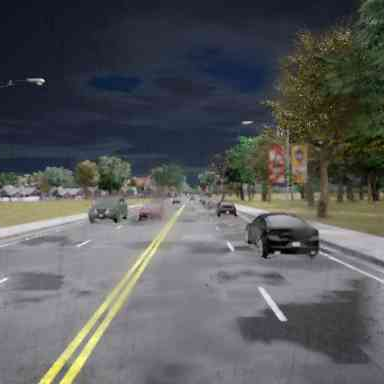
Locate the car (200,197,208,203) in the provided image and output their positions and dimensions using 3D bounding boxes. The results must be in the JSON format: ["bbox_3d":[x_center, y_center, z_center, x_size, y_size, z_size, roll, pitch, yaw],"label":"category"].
[{"bbox_3d":[3.267,2.230,93.413,1.994,1.385,4.181,0,0,0],"label":"car"}]

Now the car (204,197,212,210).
[{"bbox_3d":[3.259,1.847,49.408,2.033,1.411,5.357,0,0,0],"label":"car"}]

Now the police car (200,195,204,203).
[{"bbox_3d":[3.263,1.984,71.412,2.038,1.542,4.974,0,-1,0],"label":"police car"}]

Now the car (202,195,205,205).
[{"bbox_3d":[3.261,1.847,60.599,1.801,1.575,5.366,0,0,0],"label":"car"}]

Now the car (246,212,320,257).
[{"bbox_3d":[3.353,1.538,13.157,1.882,1.535,5.008,0,0,0],"label":"car"}]

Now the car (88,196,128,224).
[{"bbox_3d":[-6.592,1.357,26.832,2.150,2.045,5.566,0,0,0],"label":"car"}]

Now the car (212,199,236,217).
[{"bbox_3d":[3.357,1.685,33.636,1.837,1.490,4.892,0,-1,0],"label":"car"}]

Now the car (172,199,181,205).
[{"bbox_3d":[-3.237,2.055,69.837,1.895,1.301,4.718,0,0,0],"label":"car"}]

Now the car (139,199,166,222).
[{"bbox_3d":[-3.342,1.624,28.445,1.882,1.535,5.008,0,0,0],"label":"car"}]

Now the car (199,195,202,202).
[{"bbox_3d":[3.265,2.029,82.602,1.801,1.575,5.366,0,0,0],"label":"car"}]
